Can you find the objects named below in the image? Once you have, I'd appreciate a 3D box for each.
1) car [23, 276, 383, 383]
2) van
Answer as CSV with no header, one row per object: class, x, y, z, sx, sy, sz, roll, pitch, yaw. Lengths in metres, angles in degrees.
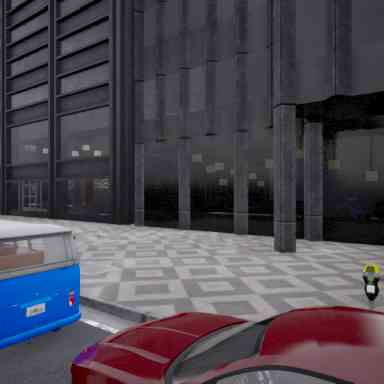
car,0.971,1.545,2.272,4.507,1.381,1.887,0,0,36
van,-3.593,1.341,5.531,3.998,1.788,1.690,0,0,36
